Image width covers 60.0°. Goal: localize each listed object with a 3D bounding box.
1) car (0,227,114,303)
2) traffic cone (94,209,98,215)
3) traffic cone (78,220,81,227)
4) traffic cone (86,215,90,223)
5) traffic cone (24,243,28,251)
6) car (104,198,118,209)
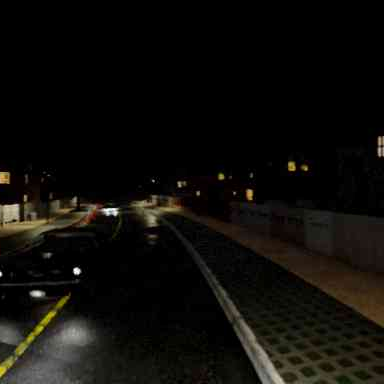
[{"bbox_3d":[-3.224,1.652,8.572,1.895,1.301,4.718,-1,0,-7],"label":"car"},{"bbox_3d":[-9.197,2.123,30.972,0.340,0.580,0.340,-1,0,-13],"label":"traffic cone"},{"bbox_3d":[-7.221,2.080,21.290,0.340,0.580,0.340,-1,0,-10],"label":"traffic cone"},{"bbox_3d":[-8.150,2.100,26.143,0.340,0.580,0.340,-1,0,-12],"label":"traffic cone"},{"bbox_3d":[-5.721,2.048,11.523,0.340,0.580,0.340,-1,0,-7],"label":"traffic cone"},{"bbox_3d":[-12.467,1.728,51.631,2.128,1.511,4.902,-1,0,-14],"label":"car"}]
